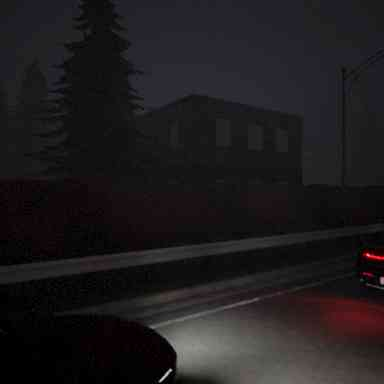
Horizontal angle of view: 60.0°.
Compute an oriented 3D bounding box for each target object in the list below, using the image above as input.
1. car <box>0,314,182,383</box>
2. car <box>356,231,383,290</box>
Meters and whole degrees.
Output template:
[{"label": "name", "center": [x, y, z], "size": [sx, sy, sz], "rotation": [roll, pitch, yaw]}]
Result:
[{"label": "car", "center": [-2.223, 1.525, 2.166], "size": [4.674, 1.442, 1.812], "rotation": [0, 0, -36]}, {"label": "car", "center": [5.817, 1.510, 7.894], "size": [4.892, 1.490, 1.837], "rotation": [0, 0, -35]}]
